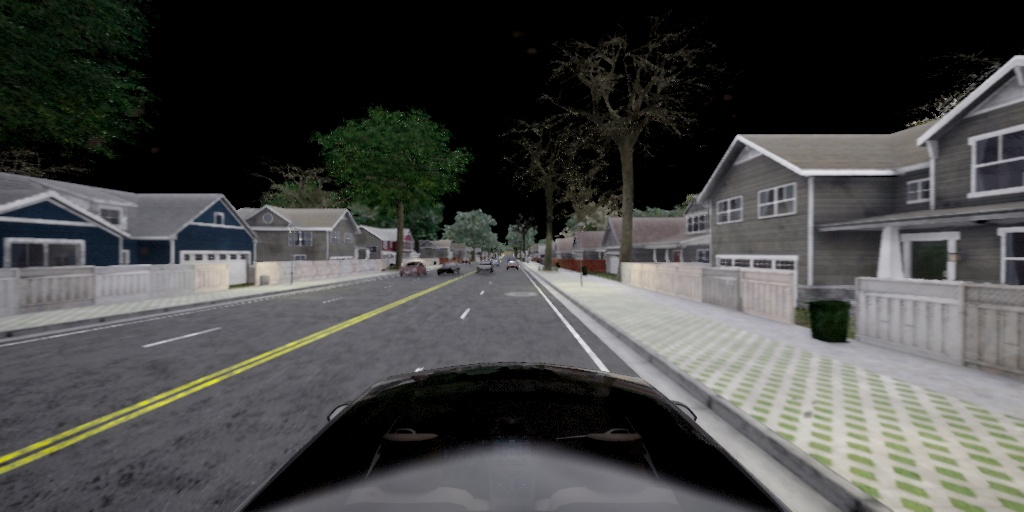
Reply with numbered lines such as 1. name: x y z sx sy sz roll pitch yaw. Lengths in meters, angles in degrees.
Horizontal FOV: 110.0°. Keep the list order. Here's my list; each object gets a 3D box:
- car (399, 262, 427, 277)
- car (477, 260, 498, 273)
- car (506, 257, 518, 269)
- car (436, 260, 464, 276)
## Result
1. car: -9.852 1.307 36.019 1.812 1.442 4.674 0 0 0
2. car: -3.167 1.283 43.338 2.128 1.511 4.902 0 0 0
3. car: 0.080 1.358 56.738 2.033 1.411 5.357 0 0 0
4. car: -6.605 1.384 37.611 1.895 1.301 4.718 0 0 0
